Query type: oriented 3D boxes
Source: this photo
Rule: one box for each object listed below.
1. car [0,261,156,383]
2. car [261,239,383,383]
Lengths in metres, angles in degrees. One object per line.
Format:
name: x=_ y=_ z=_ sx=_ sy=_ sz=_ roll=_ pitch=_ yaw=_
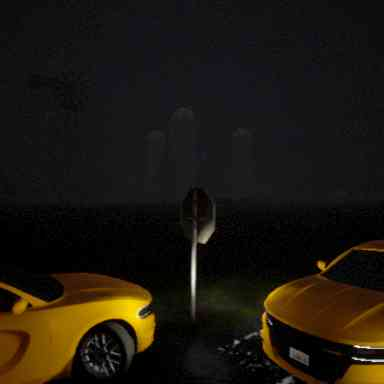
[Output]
car: x=-2.851 y=1.516 z=3.881 sx=5.008 sy=1.535 sz=1.882 roll=0 pitch=0 yaw=-32
car: x=3.217 y=1.505 z=5.022 sx=5.008 sy=1.535 sz=1.882 roll=0 pitch=0 yaw=-35
